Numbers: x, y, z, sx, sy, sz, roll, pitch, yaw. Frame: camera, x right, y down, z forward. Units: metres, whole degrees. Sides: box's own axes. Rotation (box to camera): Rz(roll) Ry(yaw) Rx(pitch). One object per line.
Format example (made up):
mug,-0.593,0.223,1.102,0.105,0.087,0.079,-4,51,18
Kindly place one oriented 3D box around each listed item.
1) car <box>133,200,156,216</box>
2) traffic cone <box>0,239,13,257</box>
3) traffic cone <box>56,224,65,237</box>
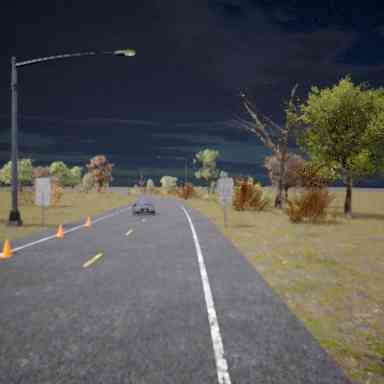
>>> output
car,-4.487,1.443,31.039,1.994,1.385,4.181,0,0,-11
traffic cone,-6.373,1.915,11.468,0.340,0.580,0.340,0,0,-1
traffic cone,-6.492,1.896,16.442,0.340,0.580,0.340,0,0,-2
